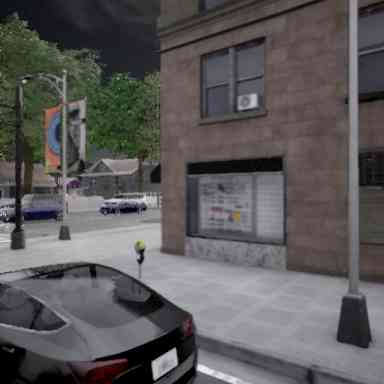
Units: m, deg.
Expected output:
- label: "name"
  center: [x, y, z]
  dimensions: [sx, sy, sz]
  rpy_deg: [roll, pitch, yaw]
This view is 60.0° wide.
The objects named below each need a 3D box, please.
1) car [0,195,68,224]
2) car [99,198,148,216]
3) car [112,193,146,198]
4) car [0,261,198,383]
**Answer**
- label: "car"
  center: [-11.747, 1.321, 24.383]
  dimensions: [2.097, 1.767, 4.553]
  rpy_deg: [0, 0, 35]
- label: "car"
  center: [-6.528, 1.519, 31.705]
  dimensions: [1.895, 1.301, 4.718]
  rpy_deg: [0, 0, 36]
- label: "car"
  center: [-7.244, 1.128, 36.274]
  dimensions: [2.150, 2.045, 5.566]
  rpy_deg: [0, 0, 35]
- label: "car"
  center: [-1.933, 1.575, 4.188]
  dimensions: [4.313, 1.339, 1.947]
  rpy_deg: [0, 0, 35]
